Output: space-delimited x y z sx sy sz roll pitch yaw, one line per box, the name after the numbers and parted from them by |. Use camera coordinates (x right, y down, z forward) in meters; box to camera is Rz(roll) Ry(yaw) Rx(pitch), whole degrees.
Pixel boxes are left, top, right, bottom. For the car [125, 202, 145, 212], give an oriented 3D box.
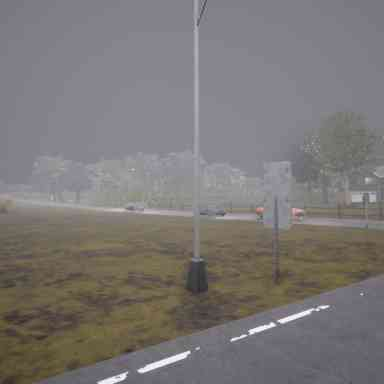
-9.469 2.479 55.135 2.128 1.511 4.902 -1 -1 -35 | car

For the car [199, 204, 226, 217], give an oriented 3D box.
2.058 2.155 38.680 1.994 1.385 4.181 -1 -1 -35 | car

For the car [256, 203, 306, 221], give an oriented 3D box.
8.007 1.708 30.246 2.097 1.767 4.553 -1 -1 -35 | car
